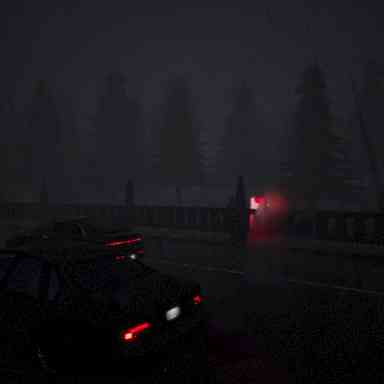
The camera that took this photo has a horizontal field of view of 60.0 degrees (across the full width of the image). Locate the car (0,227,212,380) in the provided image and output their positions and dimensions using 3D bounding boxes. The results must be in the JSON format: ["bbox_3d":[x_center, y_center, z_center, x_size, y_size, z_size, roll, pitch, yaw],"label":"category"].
[{"bbox_3d":[-2.350,1.547,5.435,5.357,1.411,2.033,0,0,32],"label":"car"}]

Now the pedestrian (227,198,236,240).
[{"bbox_3d":[1.783,1.141,14.476,0.375,1.860,0.375,0,0,31],"label":"pedestrian"}]

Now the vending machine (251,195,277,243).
[{"bbox_3d":[3.308,1.195,15.253,0.880,2.100,1.100,0,0,32],"label":"vending machine"}]

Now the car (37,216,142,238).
[{"bbox_3d":[-3.680,1.504,10.173,4.892,1.490,1.837,0,0,31],"label":"car"}]
